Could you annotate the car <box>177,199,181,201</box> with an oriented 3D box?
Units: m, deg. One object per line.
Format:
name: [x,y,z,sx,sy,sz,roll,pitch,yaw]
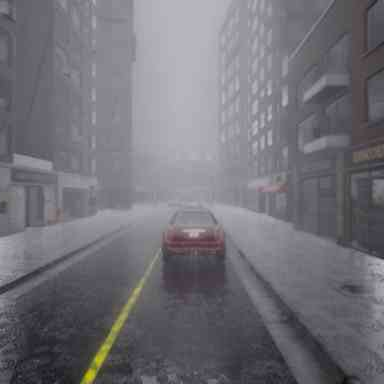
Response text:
car: [0.084,1.556,27.955,2.128,1.511,4.902,0,0,0]

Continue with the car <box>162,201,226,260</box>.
car: [0.077,1.380,12.637,2.097,1.767,4.553,0,0,0]

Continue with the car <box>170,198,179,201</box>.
car: [-2.524,1.658,50.963,2.033,1.411,5.357,0,0,1]
